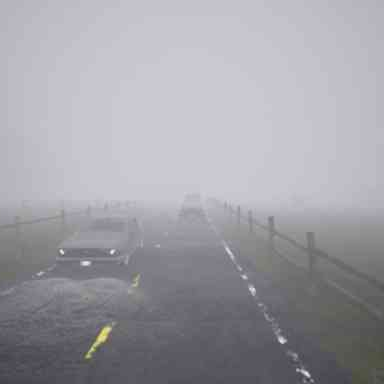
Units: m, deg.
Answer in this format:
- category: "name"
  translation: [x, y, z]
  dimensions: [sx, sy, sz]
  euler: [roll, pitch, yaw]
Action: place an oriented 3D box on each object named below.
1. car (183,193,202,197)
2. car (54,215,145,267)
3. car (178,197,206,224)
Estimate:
- category: "car"
  translation: [0.070, 1.124, 42.314]
  dimensions: [2.150, 2.045, 5.566]
  euler: [0, 0, 0]
- category: "car"
  translation: [-2.831, 1.517, 11.547]
  dimensions: [2.033, 1.411, 5.357]
  euler: [0, 0, 0]
- category: "car"
  translation: [0.018, 1.416, 24.515]
  dimensions: [1.882, 1.535, 5.008]
  euler: [0, 0, 1]
